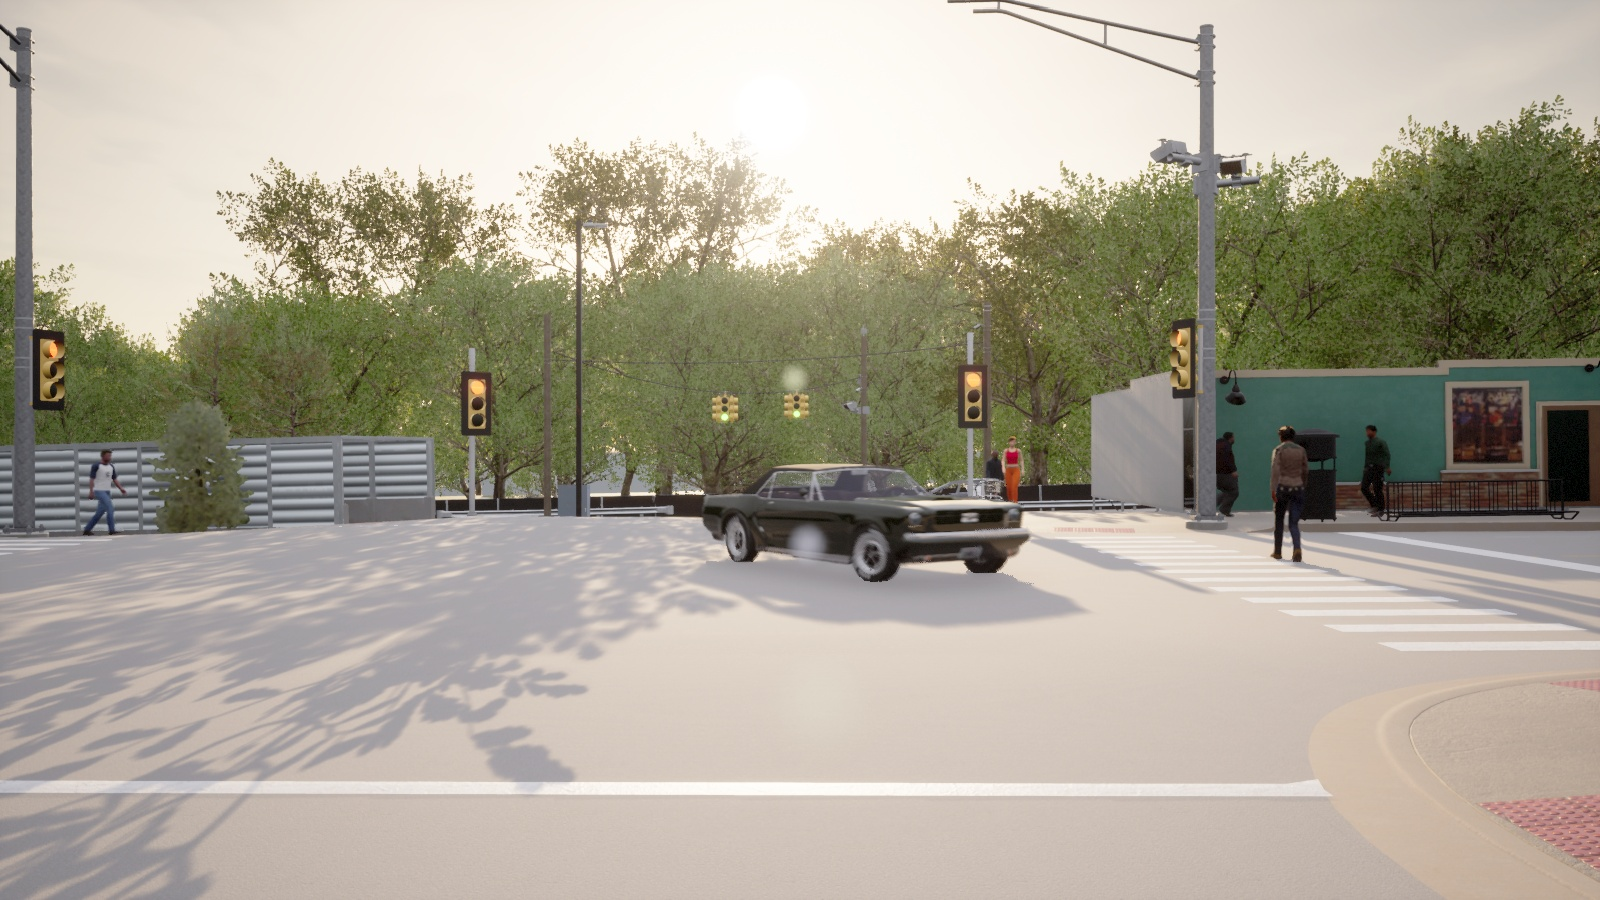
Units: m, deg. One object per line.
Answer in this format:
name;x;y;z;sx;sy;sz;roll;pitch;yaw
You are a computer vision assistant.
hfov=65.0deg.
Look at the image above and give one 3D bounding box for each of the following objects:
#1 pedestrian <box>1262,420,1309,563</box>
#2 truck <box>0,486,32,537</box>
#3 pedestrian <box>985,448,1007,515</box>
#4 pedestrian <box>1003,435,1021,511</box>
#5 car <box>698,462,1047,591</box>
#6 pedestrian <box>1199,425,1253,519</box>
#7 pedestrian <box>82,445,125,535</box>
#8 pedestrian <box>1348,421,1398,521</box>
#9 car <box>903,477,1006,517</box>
pedestrian;6.260;0.520;16.221;0.328;1.805;0.869;0;0;5
truck;-42.412;3.182;63.757;5.204;2.467;2.627;-2;0;3
pedestrian;5.414;0.860;34.679;0.402;1.842;0.726;0;0;-9
pedestrian;5.202;0.564;30.774;0.345;1.836;0.594;0;0;18
car;0.708;0.832;15.718;1.895;1.301;4.718;0;0;-34
pedestrian;8.478;0.431;25.027;0.899;1.844;0.634;0;0;5
pedestrian;-14.281;0.806;25.762;0.706;1.836;0.354;0;0;9
pedestrian;11.242;0.409;24.630;0.788;1.949;0.423;0;0;-12
car;7.192;2.188;58.496;4.611;1.667;2.242;-2;0;8
